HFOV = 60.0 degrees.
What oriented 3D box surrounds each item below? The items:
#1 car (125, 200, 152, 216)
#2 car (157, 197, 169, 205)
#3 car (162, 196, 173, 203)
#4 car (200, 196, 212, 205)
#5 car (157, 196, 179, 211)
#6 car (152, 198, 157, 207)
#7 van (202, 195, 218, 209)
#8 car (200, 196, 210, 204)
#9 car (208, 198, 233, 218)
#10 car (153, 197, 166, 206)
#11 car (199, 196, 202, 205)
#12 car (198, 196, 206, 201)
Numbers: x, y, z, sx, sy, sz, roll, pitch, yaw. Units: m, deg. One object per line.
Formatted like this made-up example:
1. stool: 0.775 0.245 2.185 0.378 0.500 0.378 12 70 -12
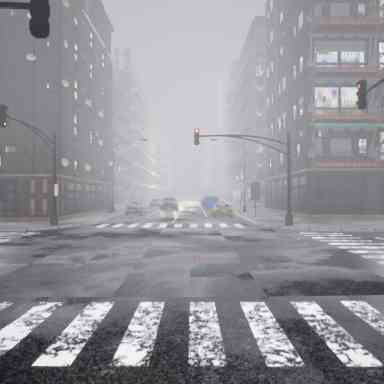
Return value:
1. car: -5.435 1.565 32.665 2.008 1.369 4.403 1 0 0
2. car: -5.307 1.627 60.954 1.802 1.307 4.206 1 0 0
3. car: -5.307 1.612 72.270 2.008 1.369 4.403 1 0 0
4. car: 2.575 1.485 61.009 1.967 1.590 4.097 1 0 0
5. car: -2.749 1.368 40.986 2.097 1.767 4.553 0 0 0
6. car: -5.307 1.613 49.638 1.802 1.307 4.206 1 0 0
7. van: 2.609 1.366 44.044 1.690 1.788 3.998 1 0 0
8. car: 2.573 1.604 66.666 2.008 1.369 4.403 1 0 0
9. car: 2.704 1.537 30.210 1.752 1.417 4.829 1 0 0
10. car: -5.306 1.563 55.126 1.752 1.417 4.829 1 0 0
11. car: 2.576 1.346 49.697 2.192 1.841 5.009 1 0 0
12. car: 2.573 1.627 83.634 1.887 1.381 4.507 1 0 0
